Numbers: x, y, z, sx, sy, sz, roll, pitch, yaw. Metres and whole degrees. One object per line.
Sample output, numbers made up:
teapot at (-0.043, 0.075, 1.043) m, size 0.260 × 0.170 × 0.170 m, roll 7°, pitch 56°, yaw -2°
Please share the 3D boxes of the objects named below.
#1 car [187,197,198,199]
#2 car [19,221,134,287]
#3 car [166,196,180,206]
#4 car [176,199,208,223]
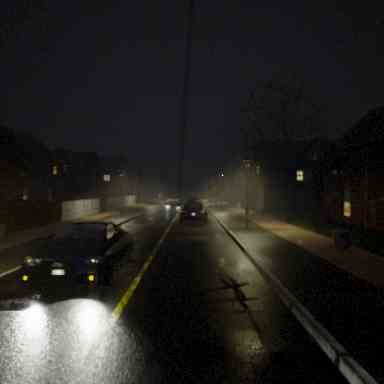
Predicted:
car at (0.120, 1.300, 41.870) m, size 1.812 × 1.442 × 4.674 m, roll 0°, pitch 0°, yaw 0°
car at (-2.843, 1.515, 9.065) m, size 1.994 × 1.385 × 4.181 m, roll 0°, pitch 0°, yaw 0°
car at (-2.769, 1.260, 49.428) m, size 1.812 × 1.442 × 4.674 m, roll 0°, pitch 0°, yaw 1°
car at (0.111, 1.433, 24.190) m, size 1.994 × 1.385 × 4.181 m, roll 0°, pitch 0°, yaw 0°
